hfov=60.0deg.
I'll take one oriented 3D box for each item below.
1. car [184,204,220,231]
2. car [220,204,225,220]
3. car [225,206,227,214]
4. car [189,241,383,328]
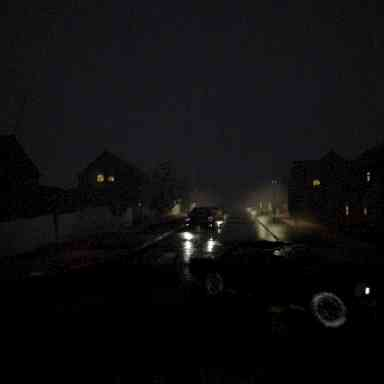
[{"bbox_3d":[0.726,1.880,24.816,2.097,1.767,4.553,-1,-1,7],"label":"car"},{"bbox_3d":[2.293,2.252,36.683,1.882,1.535,5.008,-1,-1,7],"label":"car"},{"bbox_3d":[4.546,2.622,53.266,1.882,1.535,5.008,-1,-2,8],"label":"car"},{"bbox_3d":[2.070,1.829,7.506,1.895,1.301,4.718,2,-5,-38],"label":"car"}]
